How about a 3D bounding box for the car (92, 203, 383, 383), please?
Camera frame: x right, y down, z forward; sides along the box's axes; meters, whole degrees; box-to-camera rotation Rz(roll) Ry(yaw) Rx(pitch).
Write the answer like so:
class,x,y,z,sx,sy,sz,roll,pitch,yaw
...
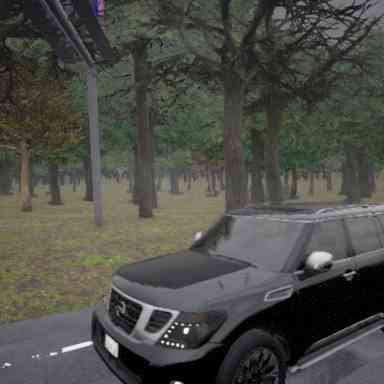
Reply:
class,x,y,z,sx,sy,sz,roll,pitch,yaw
car,1.427,1.218,5.010,5.566,2.045,2.150,0,0,-35
